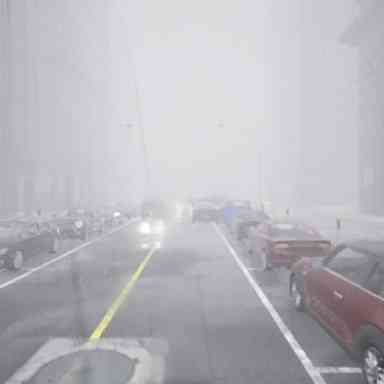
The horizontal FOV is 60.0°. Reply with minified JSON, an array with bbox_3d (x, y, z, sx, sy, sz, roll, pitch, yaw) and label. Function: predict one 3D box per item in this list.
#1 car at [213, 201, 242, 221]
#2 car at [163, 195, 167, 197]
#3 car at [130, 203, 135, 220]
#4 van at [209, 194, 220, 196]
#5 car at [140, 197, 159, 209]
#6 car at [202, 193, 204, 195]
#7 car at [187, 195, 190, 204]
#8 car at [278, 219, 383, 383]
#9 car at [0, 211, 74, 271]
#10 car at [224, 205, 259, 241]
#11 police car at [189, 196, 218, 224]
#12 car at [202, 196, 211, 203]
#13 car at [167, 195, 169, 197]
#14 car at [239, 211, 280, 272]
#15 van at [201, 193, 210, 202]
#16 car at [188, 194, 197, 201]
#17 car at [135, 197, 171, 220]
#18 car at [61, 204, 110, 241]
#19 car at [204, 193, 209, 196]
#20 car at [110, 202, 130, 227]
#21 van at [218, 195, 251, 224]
[{"bbox_3d":[2.872,1.498,27.568,1.887,1.381,4.507,0,0,0],"label":"car"},{"bbox_3d":[-5.631,1.480,55.816,1.802,1.307,4.206,0,0,0],"label":"car"},{"bbox_3d":[-5.653,1.535,27.571,1.802,1.307,4.206,0,0,0],"label":"car"},{"bbox_3d":[2.875,1.285,33.216,1.690,1.788,3.998,0,0,0],"label":"van"},{"bbox_3d":[-5.640,1.468,44.518,1.887,1.381,4.507,0,0,0],"label":"car"},{"bbox_3d":[2.888,1.227,50.162,2.192,1.841,5.009,0,0,0],"label":"car"},{"bbox_3d":[0.043,1.380,59.531,2.128,1.511,4.902,0,0,0],"label":"car"},{"bbox_3d":[2.855,1.431,4.973,1.967,1.590,4.097,0,0,0],"label":"car"},{"bbox_3d":[-5.665,1.532,10.624,2.008,1.369,4.403,0,0,0],"label":"car"},{"bbox_3d":[2.864,1.538,16.271,1.947,1.339,4.313,0,0,0],"label":"car"},{"bbox_3d":[0.917,1.384,24.257,1.930,1.638,5.238,0,0,0],"label":"police car"},{"bbox_3d":[2.902,1.450,67.109,1.802,1.307,4.206,0,0,0],"label":"car"},{"bbox_3d":[-5.619,1.415,72.764,1.947,1.339,4.313,0,0,0],"label":"car"},{"bbox_3d":[2.860,1.526,10.622,1.887,1.381,4.507,0,0,0],"label":"car"},{"bbox_3d":[2.906,1.191,72.757,1.690,1.788,3.998,0,0,0],"label":"van"},{"bbox_3d":[0.055,1.255,75.561,1.994,1.385,4.181,0,0,0],"label":"car"},{"bbox_3d":[-3.078,1.444,27.819,2.128,1.511,4.902,0,0,0],"label":"car"},{"bbox_3d":[-5.662,1.412,16.273,1.967,1.590,4.097,0,0,0],"label":"car"},{"bbox_3d":[2.879,1.250,38.865,2.192,1.841,5.009,0,0,0],"label":"car"},{"bbox_3d":[-5.657,1.513,21.922,2.008,1.369,4.403,0,0,0],"label":"car"},{"bbox_3d":[2.866,1.304,21.919,1.690,1.788,3.998,0,0,0],"label":"van"}]
